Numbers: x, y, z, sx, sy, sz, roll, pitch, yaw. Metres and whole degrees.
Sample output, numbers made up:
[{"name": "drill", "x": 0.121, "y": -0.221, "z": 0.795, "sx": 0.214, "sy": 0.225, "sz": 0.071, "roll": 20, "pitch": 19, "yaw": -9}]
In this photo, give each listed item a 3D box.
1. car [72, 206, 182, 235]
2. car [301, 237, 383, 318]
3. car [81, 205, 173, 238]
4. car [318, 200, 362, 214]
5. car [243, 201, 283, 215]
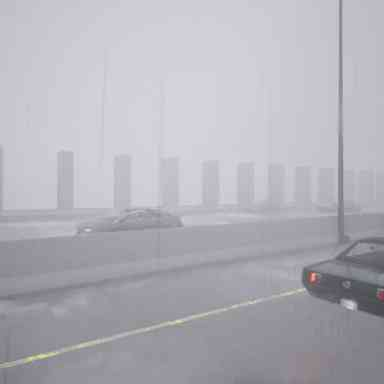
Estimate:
[{"name": "car", "x": -2.744, "y": 1.491, "z": 14.739, "sx": 4.902, "sy": 1.511, "sz": 2.128, "roll": 0, "pitch": 0, "yaw": -34}, {"name": "car", "x": 4.483, "y": 1.600, "z": 6.810, "sx": 4.718, "sy": 1.301, "sz": 1.895, "roll": 0, "pitch": 0, "yaw": -34}, {"name": "car", "x": -3.533, "y": 1.525, "z": 18.423, "sx": 4.674, "sy": 1.442, "sz": 1.812, "roll": 0, "pitch": 0, "yaw": -34}, {"name": "car", "x": 15.543, "y": 1.545, "z": 34.803, "sx": 5.357, "sy": 1.411, "sz": 2.033, "roll": 0, "pitch": 0, "yaw": -32}, {"name": "car", "x": 7.214, "y": 1.562, "z": 33.725, "sx": 4.181, "sy": 1.385, "sz": 1.994, "roll": 0, "pitch": 0, "yaw": -32}]
